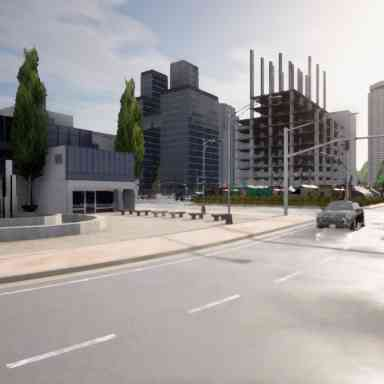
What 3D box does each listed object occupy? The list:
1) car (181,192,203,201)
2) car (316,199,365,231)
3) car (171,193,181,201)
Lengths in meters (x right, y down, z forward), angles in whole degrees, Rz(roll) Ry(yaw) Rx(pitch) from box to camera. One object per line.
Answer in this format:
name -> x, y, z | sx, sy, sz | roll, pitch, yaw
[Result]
car -> -0.060, 1.395, 74.919 | 1.970, 1.475, 3.806 | 0, 0, 37
car -> 9.280, 1.351, 20.641 | 2.097, 1.767, 4.553 | 0, 0, 36
car -> -2.358, 1.156, 76.680 | 1.905, 1.878, 3.866 | 0, 0, 37
